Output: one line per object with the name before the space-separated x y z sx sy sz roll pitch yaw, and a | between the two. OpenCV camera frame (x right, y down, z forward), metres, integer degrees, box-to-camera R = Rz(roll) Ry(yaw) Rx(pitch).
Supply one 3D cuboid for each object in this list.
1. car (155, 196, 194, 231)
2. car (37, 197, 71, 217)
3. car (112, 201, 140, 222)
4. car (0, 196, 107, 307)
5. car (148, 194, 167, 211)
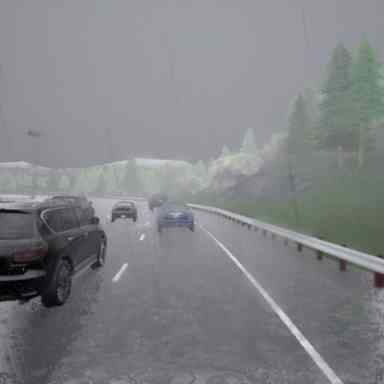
car | -1.091 1.355 20.561 2.097 1.767 4.553 0 0 -6
car | -13.222 1.379 32.193 2.097 1.767 4.553 0 0 -9
car | -5.313 1.516 26.584 1.837 1.490 4.892 0 0 -7
car | -3.657 1.229 8.081 2.150 2.045 5.566 0 0 -2
car | -4.166 1.231 41.145 2.150 2.045 5.566 0 0 -11
